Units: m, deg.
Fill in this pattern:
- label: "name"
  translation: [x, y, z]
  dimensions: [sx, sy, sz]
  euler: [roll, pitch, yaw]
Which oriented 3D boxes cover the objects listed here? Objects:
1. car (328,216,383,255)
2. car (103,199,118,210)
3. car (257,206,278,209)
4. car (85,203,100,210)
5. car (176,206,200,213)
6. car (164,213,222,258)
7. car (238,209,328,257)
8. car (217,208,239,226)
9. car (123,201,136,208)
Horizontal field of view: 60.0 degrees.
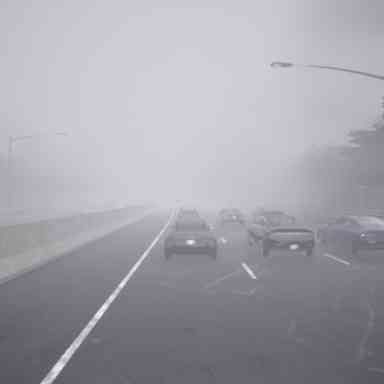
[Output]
- label: "car"
  translation: [6.947, 1.722, 14.105]
  dimensions: [1.812, 1.442, 4.674]
  euler: [0, -1, 0]
- label: "car"
  translation: [-15.787, 2.471, 64.836]
  dimensions: [2.150, 2.045, 5.566]
  euler: [0, -1, -3]
- label: "car"
  translation: [6.669, 1.978, 29.615]
  dimensions: [1.882, 1.535, 5.008]
  euler: [0, -1, -1]
- label: "car"
  translation: [-19.286, 2.805, 64.790]
  dimensions: [1.994, 1.385, 4.181]
  euler: [0, -1, -3]
- label: "car"
  translation: [-0.319, 1.974, 28.725]
  dimensions: [2.128, 1.511, 4.902]
  euler: [0, -1, -1]
- label: "car"
  translation: [-0.052, 1.752, 13.615]
  dimensions: [1.994, 1.385, 4.181]
  euler: [0, -1, 0]
- label: "car"
  translation: [3.447, 1.682, 13.684]
  dimensions: [2.128, 1.511, 4.902]
  euler: [0, -1, 0]
- label: "car"
  translation: [3.192, 2.010, 27.819]
  dimensions: [2.033, 1.411, 5.357]
  euler: [0, -1, -1]
- label: "car"
  translation: [-12.320, 2.618, 65.470]
  dimensions: [2.097, 1.767, 4.553]
  euler: [0, -2, -3]
